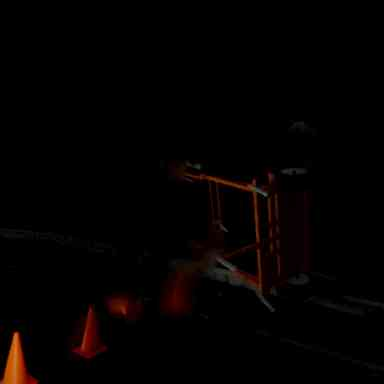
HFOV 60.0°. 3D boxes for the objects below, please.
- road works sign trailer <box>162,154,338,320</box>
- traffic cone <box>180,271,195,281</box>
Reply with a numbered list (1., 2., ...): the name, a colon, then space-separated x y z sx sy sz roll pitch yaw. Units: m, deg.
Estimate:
1. road works sign trailer: 0.392 0.639 6.610 2.880 2.380 3.560 -16 19 -28
2. traffic cone: -0.232 1.853 6.164 0.340 0.580 0.340 1 2 -43
